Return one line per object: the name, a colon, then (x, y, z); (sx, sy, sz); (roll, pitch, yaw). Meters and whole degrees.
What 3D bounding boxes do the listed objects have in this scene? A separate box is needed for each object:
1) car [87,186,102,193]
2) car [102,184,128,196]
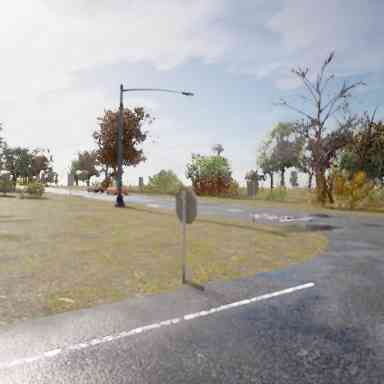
car: (-17.409, -0.461, 60.009); (1.895, 1.301, 4.718); (0, 2, -36)
car: (-11.797, -0.399, 52.146); (2.097, 1.767, 4.553); (0, 2, -36)
